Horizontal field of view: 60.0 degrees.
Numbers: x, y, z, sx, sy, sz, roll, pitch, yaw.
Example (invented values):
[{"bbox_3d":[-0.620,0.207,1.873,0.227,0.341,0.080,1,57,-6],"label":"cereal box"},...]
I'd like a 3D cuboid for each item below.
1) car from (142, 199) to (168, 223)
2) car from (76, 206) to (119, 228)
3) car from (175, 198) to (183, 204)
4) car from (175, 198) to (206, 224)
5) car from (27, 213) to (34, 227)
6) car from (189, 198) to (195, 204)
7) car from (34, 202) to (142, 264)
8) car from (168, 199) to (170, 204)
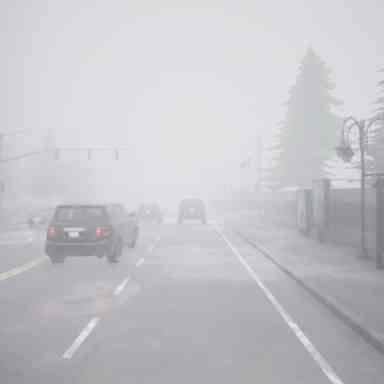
[{"bbox_3d":[-3.478,1.670,28.403,2.097,1.767,4.553,0,-1,0],"label":"car"},{"bbox_3d":[-7.014,1.847,25.132,1.994,1.385,4.181,0,-1,0],"label":"car"},{"bbox_3d":[-3.497,2.451,89.998,1.882,1.535,5.008,0,-1,0],"label":"car"},{"bbox_3d":[0.013,1.534,27.567,2.150,2.045,5.566,0,0,0],"label":"car"},{"bbox_3d":[-10.515,1.774,25.000,2.128,1.511,4.902,0,-1,0],"label":"car"},{"bbox_3d":[0.003,2.482,90.272,1.837,1.490,4.892,0,-1,0],"label":"car"},{"bbox_3d":[-3.489,1.367,12.554,2.150,2.045,5.566,0,0,0],"label":"car"},{"bbox_3d":[-6.997,2.601,89.896,1.895,1.301,4.718,0,-1,0],"label":"car"}]
